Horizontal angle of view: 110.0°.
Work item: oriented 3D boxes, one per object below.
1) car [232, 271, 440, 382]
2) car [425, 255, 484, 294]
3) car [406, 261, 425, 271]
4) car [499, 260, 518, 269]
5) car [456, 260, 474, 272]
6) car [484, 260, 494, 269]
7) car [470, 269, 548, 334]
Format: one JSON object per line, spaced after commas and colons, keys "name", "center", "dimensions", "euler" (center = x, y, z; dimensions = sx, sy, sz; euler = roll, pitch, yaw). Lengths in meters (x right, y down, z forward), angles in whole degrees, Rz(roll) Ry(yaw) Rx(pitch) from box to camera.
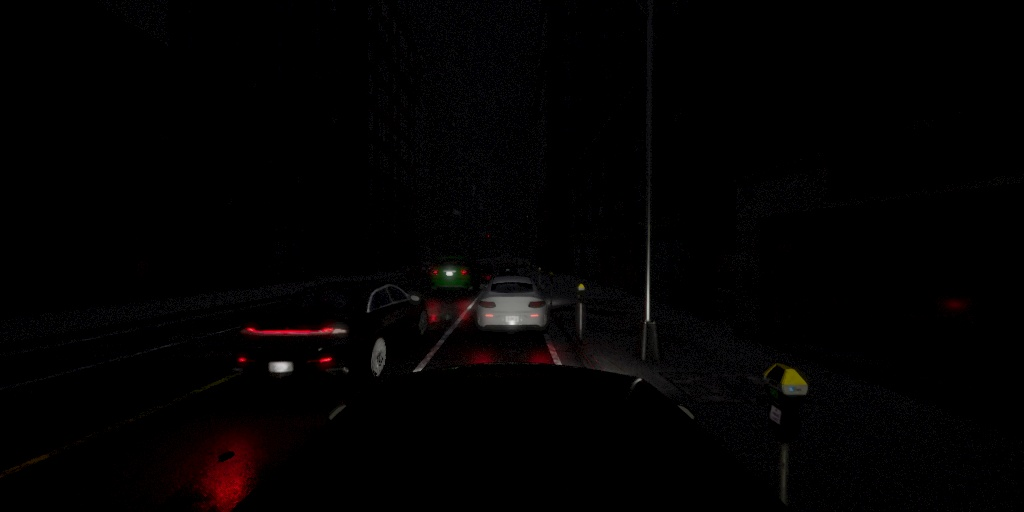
{"name": "car", "center": [-3.045, 1.241, 7.146], "dimensions": [2.128, 1.511, 4.902], "euler": [0, 0, 0]}
{"name": "car", "center": [-3.045, 0.969, 20.204], "dimensions": [2.150, 2.045, 5.566], "euler": [0, 0, 0]}
{"name": "car", "center": [-8.909, 1.189, 34.934], "dimensions": [1.967, 1.591, 4.097], "euler": [0, 0, 0]}
{"name": "car", "center": [-0.383, 1.315, 34.934], "dimensions": [1.948, 1.339, 4.313], "euler": [0, 0, 0]}
{"name": "car", "center": [-6.161, 1.279, 47.443], "dimensions": [1.812, 1.442, 4.674], "euler": [0, 0, 0]}
{"name": "car", "center": [-3.149, 1.228, 40.458], "dimensions": [1.882, 1.535, 5.008], "euler": [0, 0, 0]}
{"name": "car", "center": [0.003, 1.274, 10.501], "dimensions": [1.812, 1.442, 4.674], "euler": [0, 0, 0]}
